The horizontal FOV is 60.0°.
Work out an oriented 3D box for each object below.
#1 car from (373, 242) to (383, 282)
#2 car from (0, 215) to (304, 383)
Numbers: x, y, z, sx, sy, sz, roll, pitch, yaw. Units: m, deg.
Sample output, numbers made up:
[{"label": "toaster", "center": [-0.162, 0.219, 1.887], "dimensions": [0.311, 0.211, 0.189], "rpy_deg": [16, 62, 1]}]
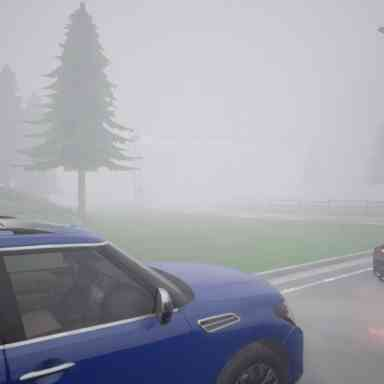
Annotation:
[{"label": "car", "center": [6.434, 1.505, 8.362], "dimensions": [4.892, 1.490, 1.837], "rpy_deg": [0, 0, -35]}, {"label": "car", "center": [-1.504, 1.222, 2.674], "dimensions": [5.566, 2.045, 2.150], "rpy_deg": [0, 0, -35]}]
